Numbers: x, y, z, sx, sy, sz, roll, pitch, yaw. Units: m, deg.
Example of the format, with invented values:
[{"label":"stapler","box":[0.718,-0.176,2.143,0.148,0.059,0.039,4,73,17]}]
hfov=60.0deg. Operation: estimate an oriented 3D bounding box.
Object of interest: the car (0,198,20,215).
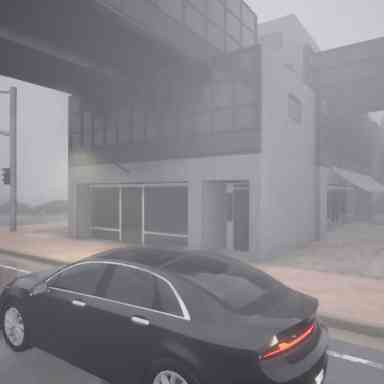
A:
[{"label":"car","box":[-18.329,1.564,33.134,1.994,1.385,4.181,0,0,36]}]

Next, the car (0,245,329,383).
[{"label":"car","box":[-0.773,1.505,4.544,4.892,1.490,1.837,0,0,36]}]

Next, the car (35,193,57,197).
[{"label":"car","box":[-31.186,1.153,69.859,4.605,1.855,1.932,0,0,35]}]

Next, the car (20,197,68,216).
[{"label":"car","box":[-13.952,1.505,33.186,1.837,1.490,4.892,0,0,36]}]

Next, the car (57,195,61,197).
[{"label":"car","box":[-29.458,1.364,72.184,3.905,1.438,1.784,0,0,35]}]
